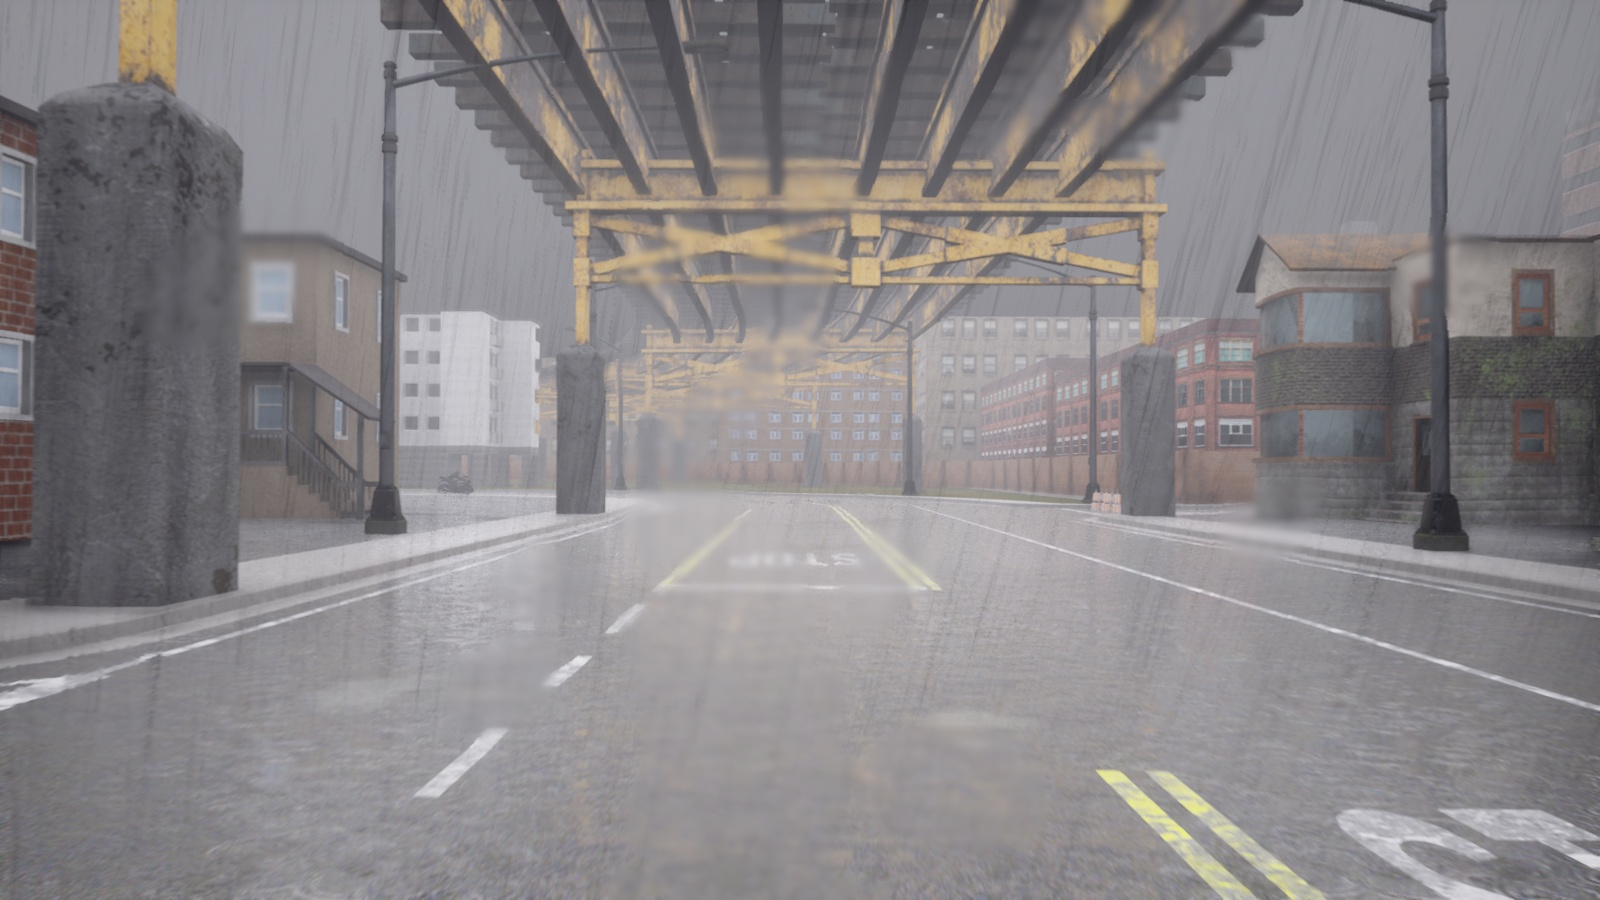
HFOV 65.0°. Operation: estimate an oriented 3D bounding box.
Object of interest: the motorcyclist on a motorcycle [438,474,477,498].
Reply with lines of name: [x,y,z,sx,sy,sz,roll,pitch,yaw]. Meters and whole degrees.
motorcyclist on a motorcycle: [-21.369,2.249,78.464,2.191,1.530,0.866,0,-1,4]
